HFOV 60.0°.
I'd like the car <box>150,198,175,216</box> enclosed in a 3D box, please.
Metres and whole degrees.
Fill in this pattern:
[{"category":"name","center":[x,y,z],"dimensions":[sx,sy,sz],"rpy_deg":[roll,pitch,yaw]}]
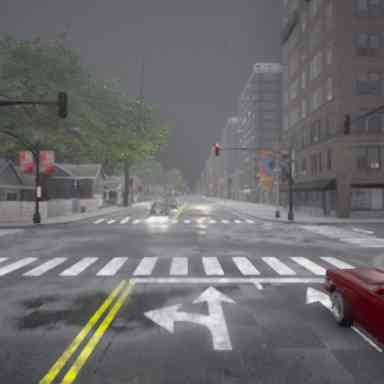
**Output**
[{"category":"car","center":[-3.328,1.704,35.300],"dimensions":[2.128,1.511,4.902],"rpy_deg":[0,0,0]}]

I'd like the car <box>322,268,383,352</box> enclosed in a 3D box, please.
[{"category":"car","center":[3.358,1.626,4.144],"dimensions":[1.895,1.301,4.718],"rpy_deg":[0,0,0]}]

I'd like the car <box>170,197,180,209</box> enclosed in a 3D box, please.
[{"category":"car","center":[-3.309,1.659,49.596],"dimensions":[2.097,1.767,4.553],"rpy_deg":[0,0,0]}]
